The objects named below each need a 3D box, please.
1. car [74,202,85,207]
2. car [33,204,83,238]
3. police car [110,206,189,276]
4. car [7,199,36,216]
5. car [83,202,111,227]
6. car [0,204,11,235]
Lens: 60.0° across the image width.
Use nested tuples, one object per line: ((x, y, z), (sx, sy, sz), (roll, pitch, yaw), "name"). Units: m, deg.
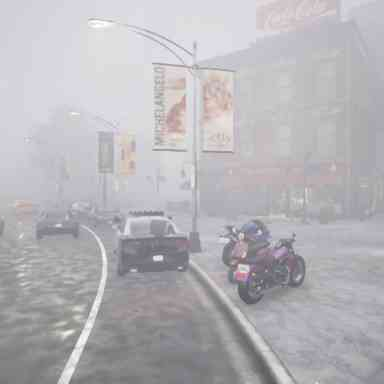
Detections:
((-9.033, 1.513, 27.542), (2.002, 1.452, 4.674), (0, 0, -35), "car")
((-7.198, 1.559, 17.739), (1.994, 1.385, 4.181), (0, 0, -24), "car")
((-1.489, 1.424, 10.681), (1.930, 1.638, 5.238), (0, 0, -15), "police car")
((-16.626, 1.462, 32.257), (1.882, 1.535, 5.008), (0, 0, -42), "car")
((-6.003, 1.591, 22.679), (1.895, 1.301, 4.718), (0, 0, -25), "car")
((-10.054, 1.539, 15.595), (2.033, 1.411, 5.357), (0, 0, -23), "car")
